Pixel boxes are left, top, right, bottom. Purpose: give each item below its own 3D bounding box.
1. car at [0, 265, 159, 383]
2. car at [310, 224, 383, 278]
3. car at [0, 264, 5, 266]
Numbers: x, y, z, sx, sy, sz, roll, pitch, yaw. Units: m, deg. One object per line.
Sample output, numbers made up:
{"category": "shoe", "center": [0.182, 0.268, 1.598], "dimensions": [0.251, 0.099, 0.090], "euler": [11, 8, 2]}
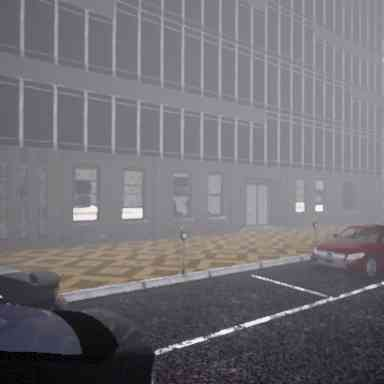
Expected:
{"category": "car", "center": [-2.432, 1.484, 1.517], "dimensions": [4.902, 1.511, 2.128], "euler": [1, -1, -35]}
{"category": "car", "center": [5.506, 1.700, 10.421], "dimensions": [4.206, 1.307, 1.802], "euler": [1, -1, -35]}
{"category": "car", "center": [-3.791, 1.550, 3.852], "dimensions": [4.403, 1.369, 2.008], "euler": [1, -1, -35]}
